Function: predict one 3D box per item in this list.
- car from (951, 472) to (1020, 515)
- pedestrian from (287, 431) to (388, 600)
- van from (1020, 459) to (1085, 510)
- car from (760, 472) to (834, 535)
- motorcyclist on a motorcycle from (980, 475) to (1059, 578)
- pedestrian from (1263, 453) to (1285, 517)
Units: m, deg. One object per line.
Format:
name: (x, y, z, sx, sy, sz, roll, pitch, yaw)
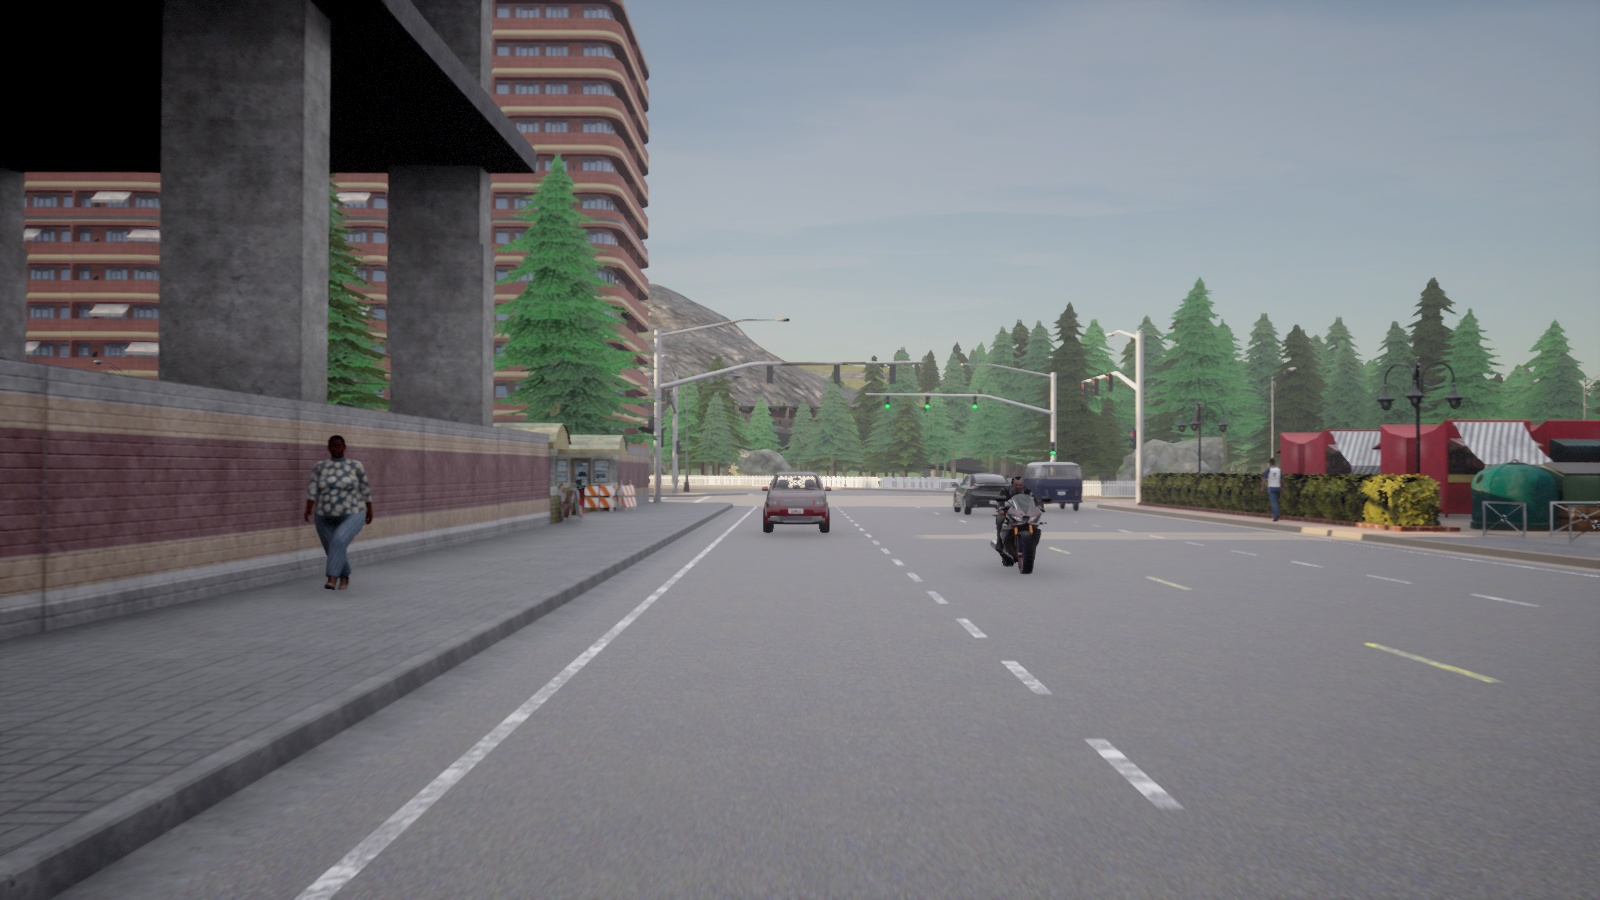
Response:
car: (6.885, 1.581, 47.080, 1.837, 1.490, 4.892, 0, -1, 0)
pedestrian: (-5.269, 0.728, 14.354, 0.874, 1.855, 0.900, 0, -1, -6)
van: (10.371, 1.396, 51.885, 1.775, 1.987, 4.442, 0, -1, 0)
car: (-0.081, 1.340, 32.615, 1.789, 1.549, 3.705, 0, -1, 0)
motorcyclist on a motorcycle: (3.451, 1.170, 19.940, 0.866, 1.530, 2.191, 0, -1, 0)
pedestrian: (13.751, 1.024, 36.472, 0.354, 1.836, 0.706, 0, -1, 0)
